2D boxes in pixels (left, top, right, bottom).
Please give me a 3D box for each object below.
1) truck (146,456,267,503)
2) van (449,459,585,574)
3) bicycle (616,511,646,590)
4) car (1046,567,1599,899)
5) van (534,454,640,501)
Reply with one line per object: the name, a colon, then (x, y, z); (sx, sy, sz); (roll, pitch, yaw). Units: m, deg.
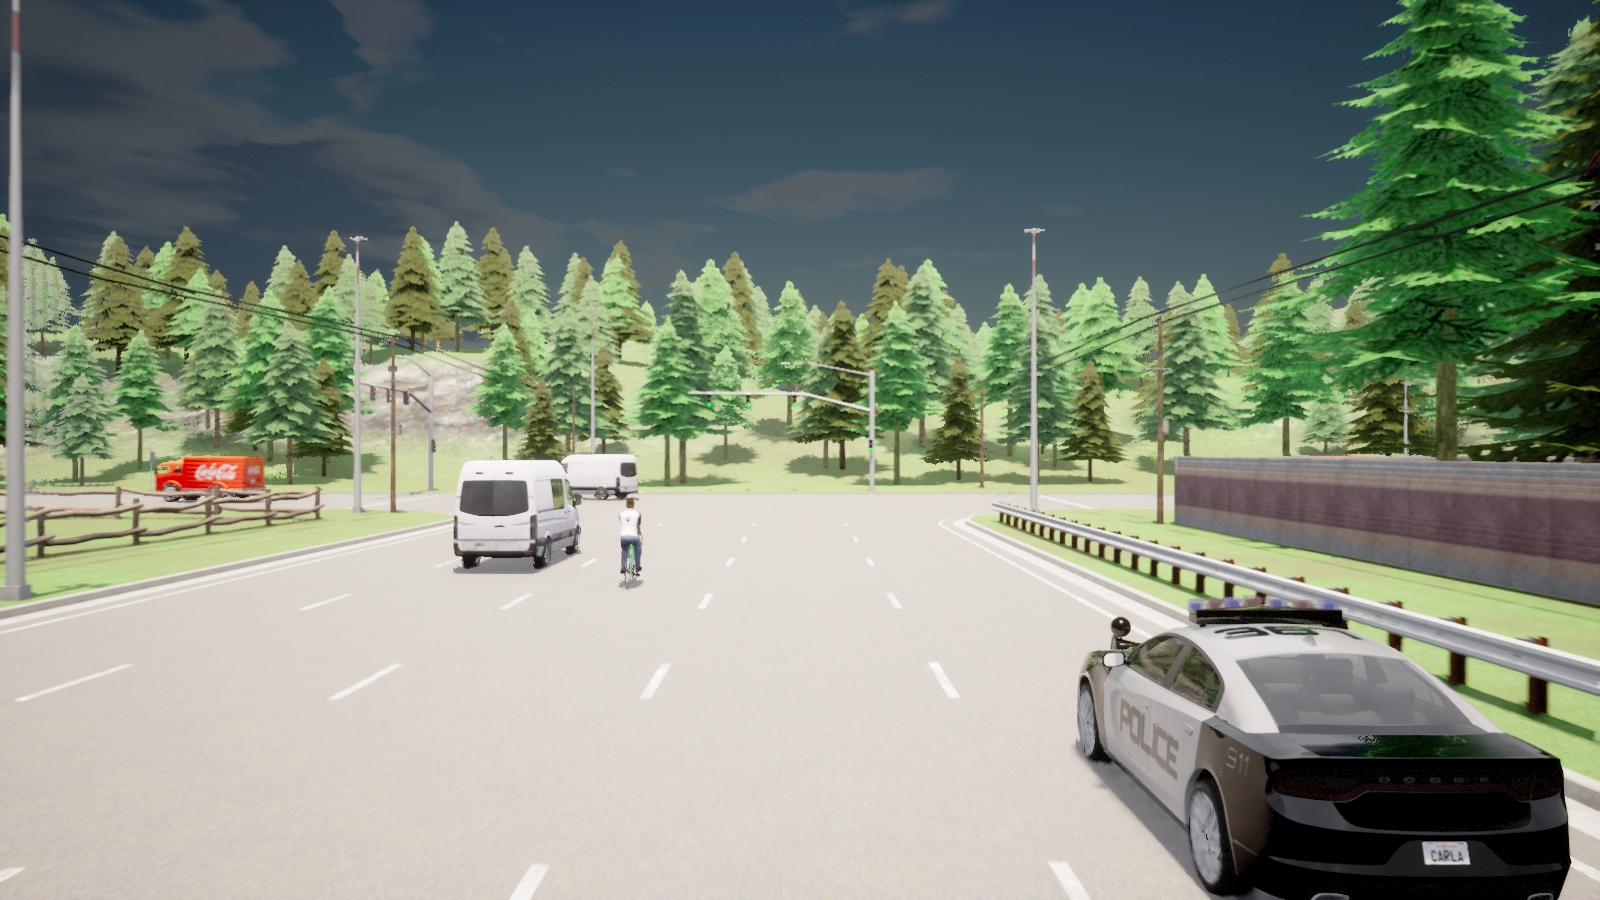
truck: (-32.050, 1.570, 61.845); (5.204, 2.467, 2.627); (0, 0, 3)
van: (-6.993, 1.534, 28.979); (1.988, 2.561, 5.915); (0, 0, 0)
bicycle: (-3.499, 2.056, 23.695); (0.373, 1.496, 1.643); (0, 0, 0)
car: (3.501, 1.982, 8.777); (2.097, 1.638, 5.238); (0, 0, 0)
van: (-12.106, 1.535, 64.929); (5.915, 2.561, 1.988); (0, -1, 27)
